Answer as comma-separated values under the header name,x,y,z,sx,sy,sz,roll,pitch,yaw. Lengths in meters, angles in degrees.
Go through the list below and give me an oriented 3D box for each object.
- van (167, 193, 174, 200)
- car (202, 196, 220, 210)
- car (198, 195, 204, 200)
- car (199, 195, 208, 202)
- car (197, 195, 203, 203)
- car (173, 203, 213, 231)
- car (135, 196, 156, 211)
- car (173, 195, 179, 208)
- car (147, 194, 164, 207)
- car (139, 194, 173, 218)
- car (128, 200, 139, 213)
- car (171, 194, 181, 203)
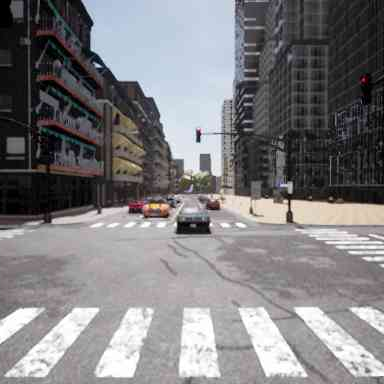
name,x,y,z,sx,sy,sz,roll,pitch,yaw
van,-5.859,1.277,92.609,1.690,1.788,3.998,-1,0,0
car,2.576,1.507,41.841,1.887,1.381,4.507,-1,0,0
car,2.490,1.461,92.853,1.752,1.417,4.829,-1,0,0
car,2.520,1.488,75.735,1.887,1.381,4.507,-1,0,0
car,2.539,1.500,64.437,2.008,1.369,4.403,-1,0,0
car,0.072,1.566,20.399,1.895,1.301,4.718,0,-1,0
car,-5.772,1.403,41.770,1.967,1.590,4.097,-1,0,0
car,-3.164,1.465,45.299,1.837,1.490,4.892,0,0,0
car,-5.793,1.271,53.068,2.192,1.841,5.009,-1,0,0
car,-3.148,1.325,29.972,2.097,1.767,4.553,0,0,0
car,-5.761,1.512,36.121,1.887,1.381,4.507,-1,0,0
car,-3.107,1.528,64.601,2.033,1.411,5.357,0,0,0
